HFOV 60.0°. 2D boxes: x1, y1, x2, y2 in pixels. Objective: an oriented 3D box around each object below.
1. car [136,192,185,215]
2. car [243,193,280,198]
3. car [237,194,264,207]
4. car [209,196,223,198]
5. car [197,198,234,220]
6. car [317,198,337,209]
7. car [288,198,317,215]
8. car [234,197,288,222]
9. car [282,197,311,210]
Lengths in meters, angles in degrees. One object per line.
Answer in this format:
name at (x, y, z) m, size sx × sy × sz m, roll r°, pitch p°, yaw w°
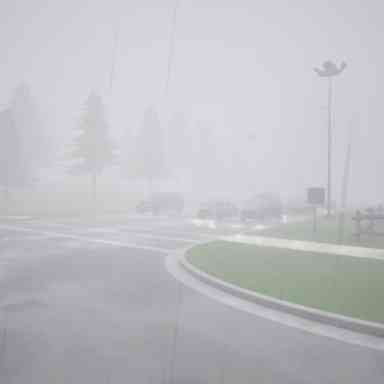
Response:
car at (-2.918, 1.048, 31.988) m, size 2.150 × 2.045 × 5.566 m, roll 1°, pitch 0°, yaw 35°
car at (7.566, 1.106, 34.744) m, size 2.150 × 2.045 × 5.566 m, roll 1°, pitch 0°, yaw 35°
car at (8.513, 1.178, 48.229) m, size 2.097 × 1.767 × 4.553 m, roll 1°, pitch 0°, yaw 35°
car at (2.750, 1.304, 40.071) m, size 1.882 × 1.535 × 5.008 m, roll 1°, pitch 0°, yaw 35°
car at (2.207, 1.449, 27.127) m, size 1.994 × 1.385 × 4.181 m, roll 1°, pitch 0°, yaw 35°
car at (16.798, 1.461, 41.770) m, size 2.033 × 1.411 × 5.357 m, roll 1°, pitch 0°, yaw 35°
car at (10.622, 1.440, 33.002) m, size 1.812 × 1.442 × 4.674 m, roll 1°, pitch 0°, yaw 35°
car at (5.415, 1.392, 25.603) m, size 1.882 × 1.535 × 5.008 m, roll 1°, pitch 0°, yaw 35°
car at (13.722, 1.432, 43.485) m, size 2.033 × 1.411 × 5.357 m, roll 1°, pitch 0°, yaw 35°
